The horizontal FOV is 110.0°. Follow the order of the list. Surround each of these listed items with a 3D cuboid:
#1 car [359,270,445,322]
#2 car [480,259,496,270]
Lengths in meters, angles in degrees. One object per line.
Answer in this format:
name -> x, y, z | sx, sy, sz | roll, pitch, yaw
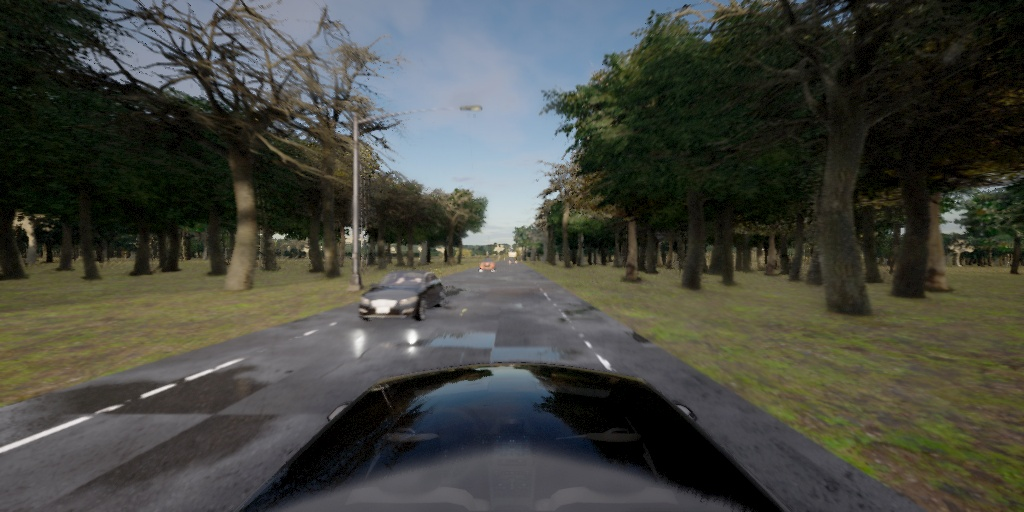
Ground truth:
car -> -3.595, 1.246, 12.451 | 2.128, 1.511, 4.902 | 0, 0, 0
car -> -3.555, 1.172, 52.997 | 2.097, 1.767, 4.553 | 0, 0, 1
